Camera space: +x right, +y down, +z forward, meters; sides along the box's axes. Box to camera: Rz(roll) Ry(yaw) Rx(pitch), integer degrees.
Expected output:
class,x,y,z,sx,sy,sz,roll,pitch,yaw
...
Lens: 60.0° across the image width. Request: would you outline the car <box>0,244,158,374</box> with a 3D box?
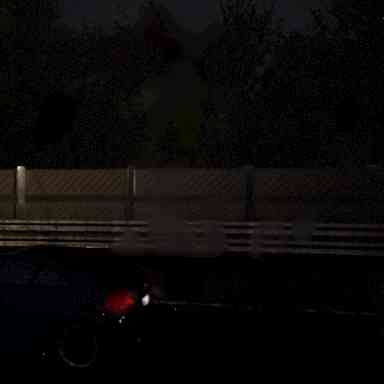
class,x,y,z,sx,sy,sz,roll,pitch,yaw
car,-2.660,1.565,5.209,4.181,1.385,1.994,0,0,8
